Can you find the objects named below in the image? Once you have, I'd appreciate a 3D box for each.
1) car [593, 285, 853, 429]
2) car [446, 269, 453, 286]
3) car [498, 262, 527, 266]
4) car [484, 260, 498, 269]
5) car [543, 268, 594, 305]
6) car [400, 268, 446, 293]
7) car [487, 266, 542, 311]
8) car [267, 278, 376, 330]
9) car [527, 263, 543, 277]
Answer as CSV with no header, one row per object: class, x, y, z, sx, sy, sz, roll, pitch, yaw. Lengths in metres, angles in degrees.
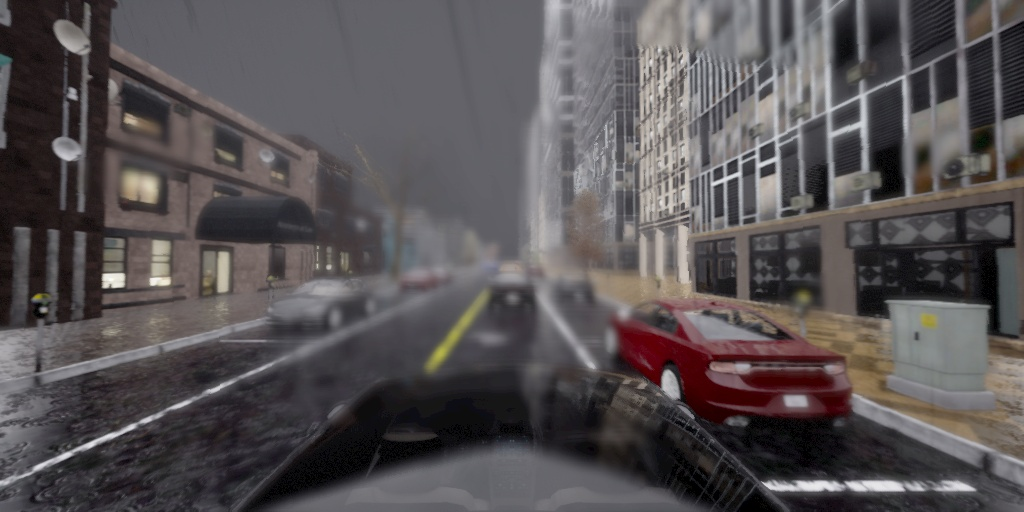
car,2.822,1.338,5.791,1.888,1.381,4.507,0,0,0
car,-5.718,1.617,28.426,1.802,1.307,4.207,0,0,0
car,0.061,1.533,30.315,1.882,1.535,5.008,0,0,1
car,-3.045,1.846,59.388,1.882,1.535,5.008,0,-1,0
car,2.798,1.464,17.079,2.007,1.370,4.403,0,0,0
car,-5.754,1.520,22.782,1.888,1.381,4.507,0,0,0
car,0.057,1.372,15.326,1.882,1.535,5.008,0,0,1
car,-5.817,1.405,11.494,2.007,1.370,4.403,0,0,0
car,2.698,1.701,39.653,1.888,1.381,4.507,0,0,0
